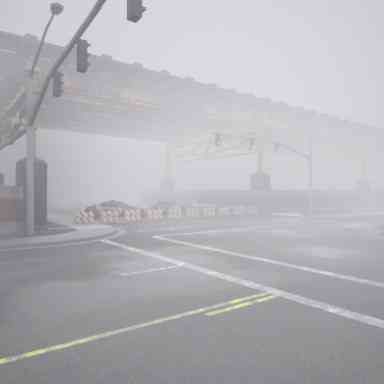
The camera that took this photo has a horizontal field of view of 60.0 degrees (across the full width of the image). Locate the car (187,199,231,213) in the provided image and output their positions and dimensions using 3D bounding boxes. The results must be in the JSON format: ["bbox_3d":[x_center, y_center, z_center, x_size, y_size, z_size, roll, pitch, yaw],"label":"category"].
[{"bbox_3d":[1.400,1.290,34.029,4.536,1.218,1.853,0,0,-7],"label":"car"}]

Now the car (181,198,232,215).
[{"bbox_3d":[1.452,1.447,34.036,4.974,1.542,2.038,0,0,-7],"label":"car"}]

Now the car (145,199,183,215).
[{"bbox_3d":[-2.446,1.291,30.329,1.853,1.218,4.536,0,0,18],"label":"car"}]

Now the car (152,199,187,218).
[{"bbox_3d":[-2.462,1.449,30.280,2.038,1.542,4.974,0,0,18],"label":"car"}]

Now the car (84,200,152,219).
[{"bbox_3d":[-6.209,1.450,27.598,4.974,1.542,2.038,0,0,8],"label":"car"}]

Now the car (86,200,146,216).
[{"bbox_3d":[-6.261,1.292,27.605,4.536,1.218,1.853,0,0,8],"label":"car"}]
